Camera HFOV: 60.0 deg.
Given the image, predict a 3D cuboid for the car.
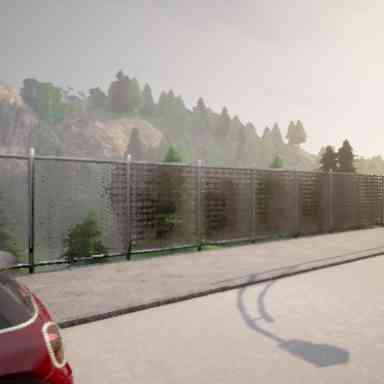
[{"bbox_3d":[-3.279,1.355,2.257,4.553,1.767,2.097,0,0,-35],"label":"car"}]
